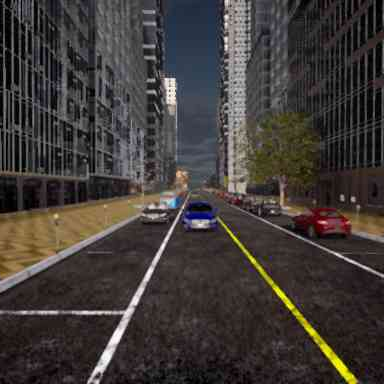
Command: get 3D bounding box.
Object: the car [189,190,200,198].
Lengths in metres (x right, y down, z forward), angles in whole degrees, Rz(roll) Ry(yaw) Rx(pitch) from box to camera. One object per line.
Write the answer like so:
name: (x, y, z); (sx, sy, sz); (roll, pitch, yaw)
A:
car: (0.543, 0.416, 68.572); (2.097, 1.767, 4.553); (0, 1, 0)

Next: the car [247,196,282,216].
car: (6.121, 1.201, 27.363); (2.008, 1.369, 4.403); (0, 1, 0)

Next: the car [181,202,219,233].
car: (0.405, 1.291, 18.097); (1.812, 1.442, 4.674); (0, 1, 0)

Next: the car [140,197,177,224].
car: (-2.275, 1.263, 21.698); (2.008, 1.369, 4.403); (0, 1, 0)

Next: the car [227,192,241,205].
car: (6.169, 0.847, 44.438); (1.967, 1.590, 4.097); (0, 1, 0)

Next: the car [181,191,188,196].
car: (-2.087, 0.292, 90.004); (1.802, 1.307, 4.206); (0, 1, 0)

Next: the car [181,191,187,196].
car: (-2.102, 0.344, 84.310); (1.887, 1.381, 4.507); (0, 1, 0)

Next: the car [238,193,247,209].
car: (6.137, 1.122, 33.055); (2.008, 1.369, 4.403); (0, 1, 0)

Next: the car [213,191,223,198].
car: (6.247, 0.533, 72.898); (1.887, 1.381, 4.507); (0, 1, 0)

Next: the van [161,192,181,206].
van: (-2.243, 0.897, 33.079); (1.690, 1.788, 3.998); (0, 1, 0)

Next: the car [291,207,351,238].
car: (6.090, 1.384, 15.980); (1.802, 1.307, 4.206); (0, 1, 0)

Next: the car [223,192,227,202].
car: (6.184, 0.765, 50.129); (1.967, 1.590, 4.097); (0, 1, 0)
